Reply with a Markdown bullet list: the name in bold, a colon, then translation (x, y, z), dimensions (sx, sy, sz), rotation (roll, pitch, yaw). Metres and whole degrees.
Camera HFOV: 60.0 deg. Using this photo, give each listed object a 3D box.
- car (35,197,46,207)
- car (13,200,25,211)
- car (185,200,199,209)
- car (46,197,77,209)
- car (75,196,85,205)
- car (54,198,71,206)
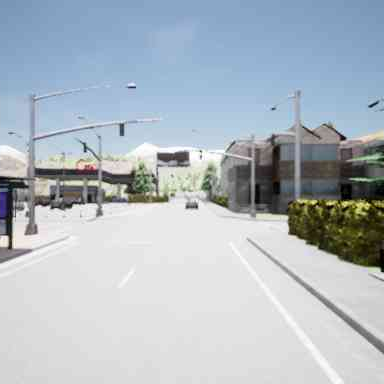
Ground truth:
- **car**: translation (-25.909, 1.679, 58.403), dimensions (1.932, 1.855, 4.605), rotation (0, 0, 0)
- **car**: translation (-22.579, 1.701, 41.353), dimensions (1.970, 1.475, 3.806), rotation (0, 0, 0)
- **car**: translation (-0.013, 1.899, 50.294), dimensions (1.994, 1.385, 4.181), rotation (0, 0, 0)
- **car**: translation (-18.937, 1.813, 48.412), dimensions (2.007, 1.523, 4.514), rotation (0, 0, 0)
- **car**: translation (-22.646, 1.711, 66.281), dimensions (1.905, 1.878, 3.866), rotation (0, 0, 0)
- **car**: translation (-25.973, 1.999, 66.880), dimensions (1.970, 1.475, 3.806), rotation (0, 0, 0)
